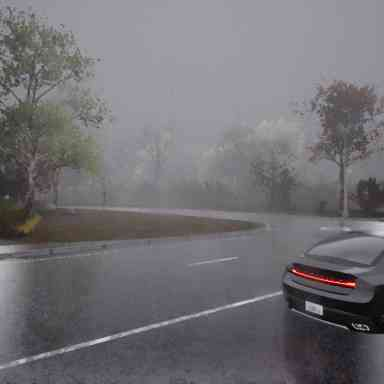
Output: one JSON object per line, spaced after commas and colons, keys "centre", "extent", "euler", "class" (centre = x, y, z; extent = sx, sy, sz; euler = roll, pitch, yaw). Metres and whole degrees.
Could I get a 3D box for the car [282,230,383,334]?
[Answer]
{"centre": [3.812, 1.505, 6.438], "extent": [4.892, 1.490, 1.837], "euler": [0, 0, -36], "class": "car"}
